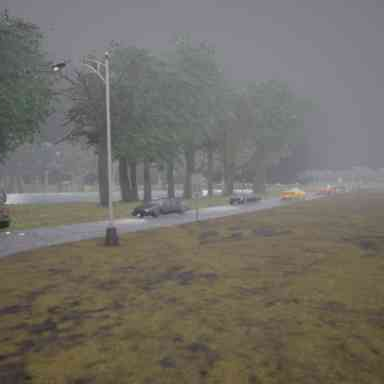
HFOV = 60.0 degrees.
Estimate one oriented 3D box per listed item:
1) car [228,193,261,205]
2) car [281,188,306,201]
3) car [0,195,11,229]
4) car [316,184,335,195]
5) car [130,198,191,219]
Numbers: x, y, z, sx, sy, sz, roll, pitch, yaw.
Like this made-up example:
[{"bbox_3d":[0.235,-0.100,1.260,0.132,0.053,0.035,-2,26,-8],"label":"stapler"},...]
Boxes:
[{"bbox_3d":[5.890,0.762,37.265,1.895,1.301,4.718,-1,1,36],"label":"car"},{"bbox_3d":[12.938,0.276,42.143,1.882,1.535,5.008,-1,1,35],"label":"car"},{"bbox_3d":[-11.086,1.155,14.573,5.566,2.045,2.150,-1,0,-42],"label":"car"},{"bbox_3d":[22.341,-0.490,55.491,2.097,1.767,4.553,-1,2,36],"label":"car"},{"bbox_3d":[-2.265,1.178,25.721,2.033,1.411,5.357,-1,1,35],"label":"car"}]
